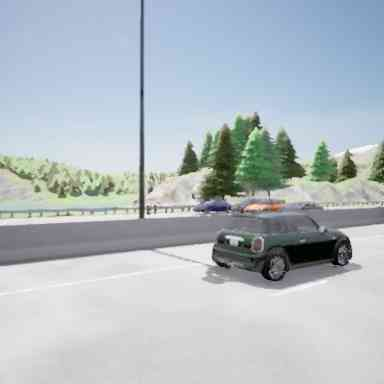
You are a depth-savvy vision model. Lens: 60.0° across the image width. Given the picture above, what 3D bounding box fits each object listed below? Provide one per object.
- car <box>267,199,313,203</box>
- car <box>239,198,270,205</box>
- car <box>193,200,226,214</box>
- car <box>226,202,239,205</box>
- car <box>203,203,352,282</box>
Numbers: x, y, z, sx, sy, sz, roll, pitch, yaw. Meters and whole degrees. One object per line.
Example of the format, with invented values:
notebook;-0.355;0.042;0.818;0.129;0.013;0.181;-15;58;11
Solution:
car;8.917;1.554;27.547;4.902;1.511;2.128;0;0;-35
car;6.917;1.415;30.414;4.553;1.767;2.097;0;0;-35
car;2.308;1.587;35.727;4.674;1.442;1.812;0;0;-35
car;6.171;1.419;34.178;4.553;1.767;2.097;0;0;-35
car;2.846;1.374;10.075;4.553;1.767;2.097;0;0;-36
